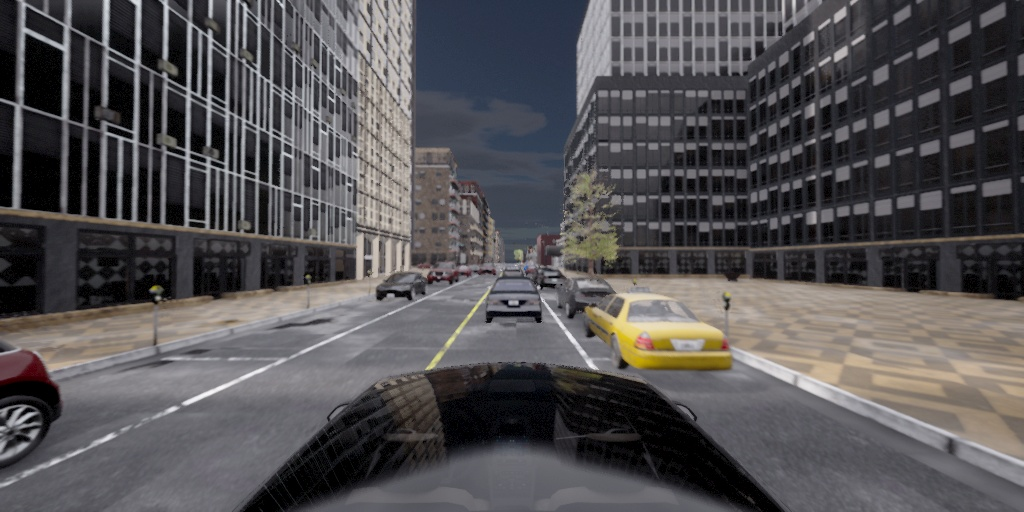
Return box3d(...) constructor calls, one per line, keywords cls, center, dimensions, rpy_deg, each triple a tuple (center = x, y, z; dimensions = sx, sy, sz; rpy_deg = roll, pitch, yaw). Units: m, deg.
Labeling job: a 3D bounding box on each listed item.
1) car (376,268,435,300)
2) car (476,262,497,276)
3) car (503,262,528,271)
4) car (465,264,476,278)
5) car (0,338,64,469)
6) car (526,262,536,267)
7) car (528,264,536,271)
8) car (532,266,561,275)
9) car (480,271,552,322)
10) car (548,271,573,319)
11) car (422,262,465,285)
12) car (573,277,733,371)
box3d(cls="car", center=(-5.684, 1.511, 18.990), dimensions=(1.948, 1.339, 4.313), rpy_deg=(0, 0, 0))
box3d(cls="car", center=(-3.075, 1.611, 45.532), dimensions=(2.097, 1.767, 4.553), rpy_deg=(0, -1, 0))
box3d(cls="car", center=(0.098, 1.598, 32.808), dimensions=(2.128, 1.511, 4.902), rpy_deg=(0, -1, 0))
box3d(cls="car", center=(-5.676, 1.758, 41.745), dimensions=(1.888, 1.381, 4.507), rpy_deg=(0, 0, 0))
box3d(cls="car", center=(-5.689, 1.192, 1.924), dimensions=(1.967, 1.591, 4.097), rpy_deg=(0, 0, 0))
box3d(cls="car", center=(2.673, 1.863, 47.404), dimensions=(1.802, 1.307, 4.207), rpy_deg=(0, 0, 0))
box3d(cls="car", center=(2.668, 1.643, 30.338), dimensions=(1.948, 1.339, 4.313), rpy_deg=(0, 0, 0))
box3d(cls="car", center=(2.666, 1.576, 24.649), dimensions=(1.948, 1.339, 4.313), rpy_deg=(0, 0, 0))
box3d(cls="car", center=(0.070, 1.423, 12.885), dimensions=(2.033, 1.411, 5.357), rpy_deg=(0, -1, 0))
box3d(cls="car", center=(2.663, 1.430, 13.272), dimensions=(2.007, 1.370, 4.403), rpy_deg=(0, 0, 0))
box3d(cls="car", center=(-5.680, 1.392, 30.367), dimensions=(2.192, 1.841, 5.009), rpy_deg=(0, 0, 0))
box3d(cls="car", center=(2.666, 1.341, 7.754), dimensions=(1.751, 1.417, 4.829), rpy_deg=(0, 0, 0))
